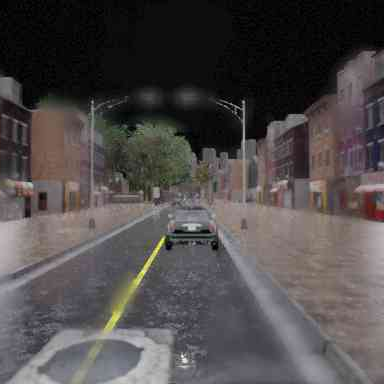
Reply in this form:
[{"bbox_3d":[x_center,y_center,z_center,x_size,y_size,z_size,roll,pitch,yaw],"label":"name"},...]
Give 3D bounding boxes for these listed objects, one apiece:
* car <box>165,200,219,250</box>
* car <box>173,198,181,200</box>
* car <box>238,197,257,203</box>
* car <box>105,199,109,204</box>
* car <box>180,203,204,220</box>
[{"bbox_3d":[0.000,1.390,14.626,2.097,1.767,4.553,0,0,0],"label":"car"},{"bbox_3d":[-2.750,1.824,62.666,2.033,1.411,5.357,0,0,0],"label":"car"},{"bbox_3d":[12.380,1.770,73.230,4.313,1.339,1.947,0,-1,0],"label":"car"},{"bbox_3d":[-20.606,2.035,73.221,4.403,1.369,2.008,-1,-1,0],"label":"car"},{"bbox_3d":[0.000,1.685,29.688,1.895,1.301,4.718,0,0,0],"label":"car"}]
